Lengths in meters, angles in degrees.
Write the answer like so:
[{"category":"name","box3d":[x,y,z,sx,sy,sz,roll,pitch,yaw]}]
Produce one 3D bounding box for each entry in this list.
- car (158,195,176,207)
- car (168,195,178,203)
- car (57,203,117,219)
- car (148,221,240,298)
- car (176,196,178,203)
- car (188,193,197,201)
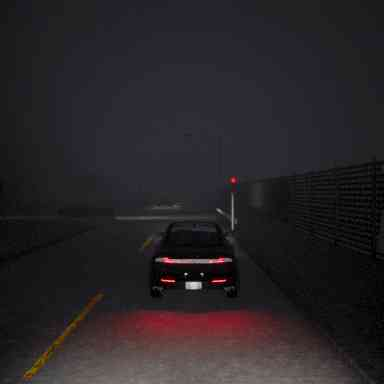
[{"category":"car","box3d":[-4.060,1.352,51.335,2.097,1.767,4.553,0,0,0]},{"category":"car","box3d":[-3.951,1.478,71.138,1.882,1.535,5.008,0,0,0]},{"category":"car","box3d":[-8.899,1.601,28.591,4.718,1.301,1.895,0,0,-7]},{"category":"car","box3d":[0.054,1.492,8.498,2.128,1.511,4.902,0,0,1]},{"category":"car","box3d":[-4.025,1.601,60.703,1.895,1.301,4.718,0,0,0]},{"category":"car","box3d":[0.056,1.225,87.465,2.150,2.045,5.566,0,0,0]}]
